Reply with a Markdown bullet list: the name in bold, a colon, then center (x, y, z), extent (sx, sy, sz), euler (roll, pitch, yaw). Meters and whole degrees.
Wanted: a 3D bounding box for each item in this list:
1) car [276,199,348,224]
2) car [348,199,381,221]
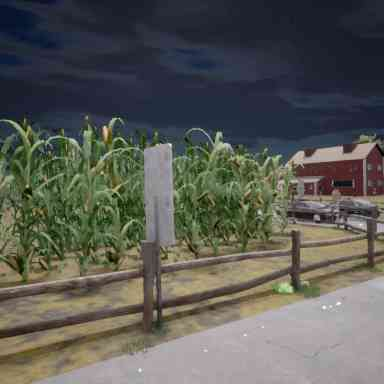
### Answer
- **car**: center (8.383, 1.344, 24.215), extent (1.837, 1.490, 4.892), euler (-2, 2, -34)
- **car**: center (11.455, 1.268, 25.054), extent (1.837, 1.490, 4.892), euler (-2, 2, -35)
